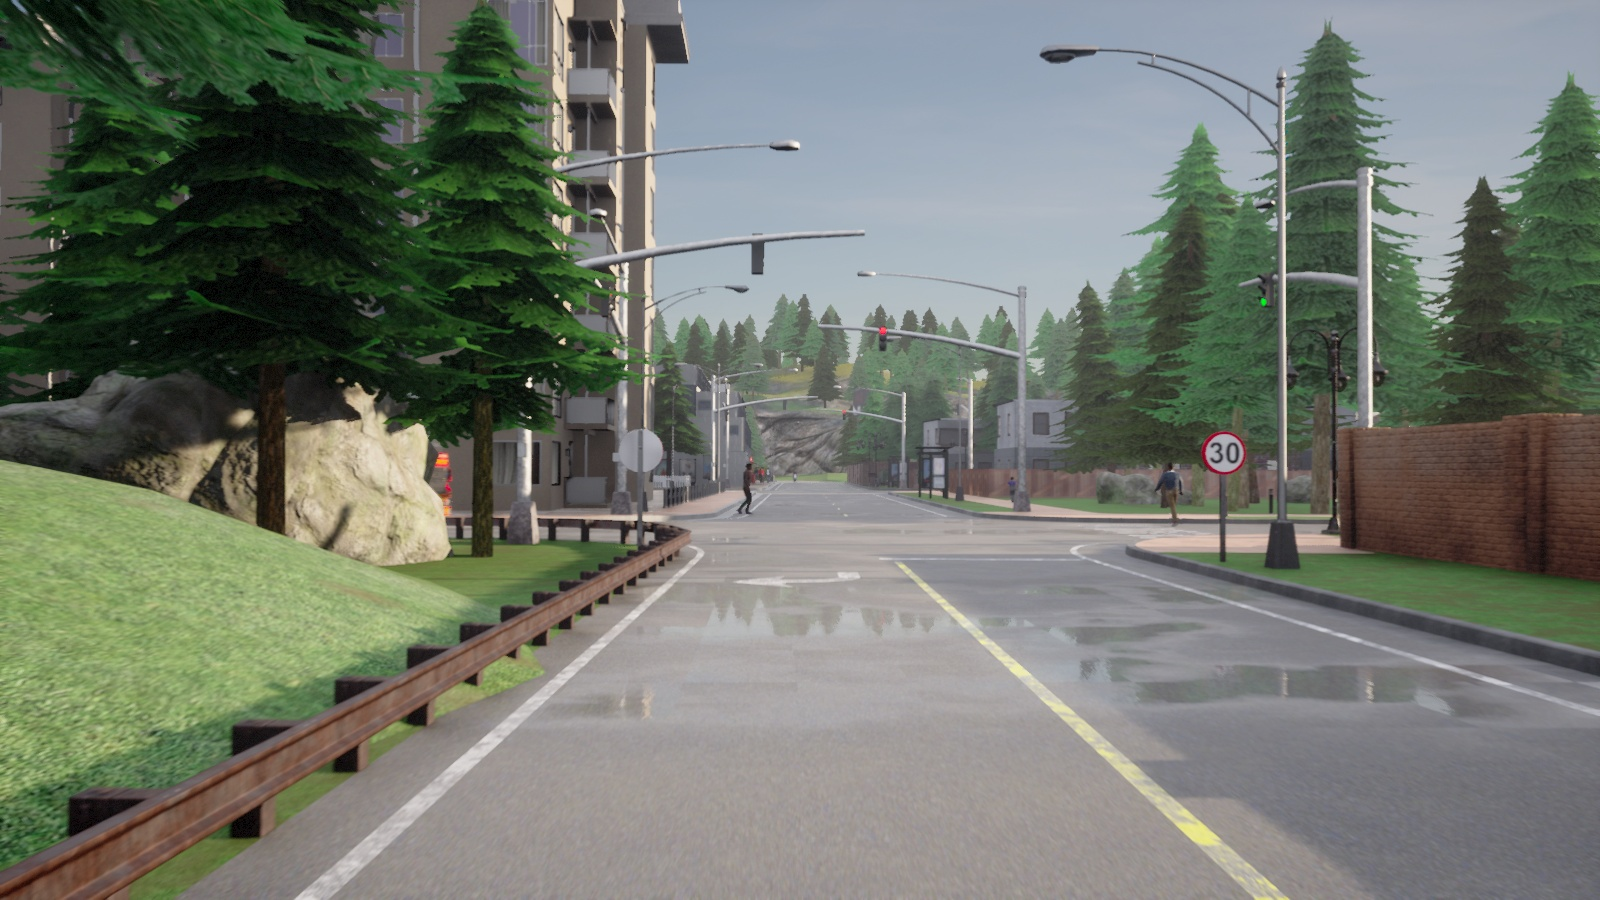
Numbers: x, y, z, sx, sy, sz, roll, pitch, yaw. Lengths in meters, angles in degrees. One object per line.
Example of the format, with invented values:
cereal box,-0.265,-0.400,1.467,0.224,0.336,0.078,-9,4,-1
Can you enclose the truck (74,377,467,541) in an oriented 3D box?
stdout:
truck,-12.841,0.236,31.040,8.468,3.827,2.891,0,-1,-1

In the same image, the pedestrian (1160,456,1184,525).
pedestrian,10.569,1.141,35.698,0.423,1.949,0.788,0,-1,-2

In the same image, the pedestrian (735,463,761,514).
pedestrian,-1.818,1.343,43.911,0.869,1.805,0.328,0,-1,8
